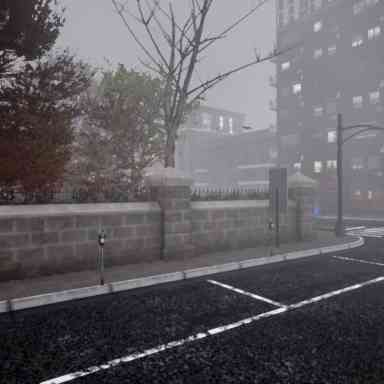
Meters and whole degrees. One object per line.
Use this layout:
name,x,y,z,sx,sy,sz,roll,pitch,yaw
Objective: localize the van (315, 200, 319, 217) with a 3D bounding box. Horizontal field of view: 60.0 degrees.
van,10.421,1.646,32.627,1.690,1.788,3.998,-1,0,-36
